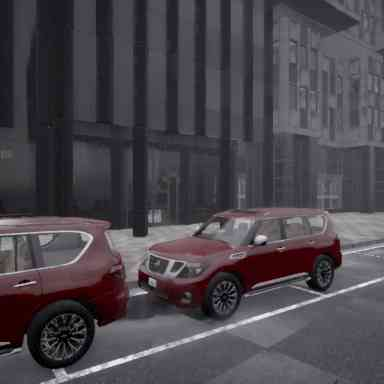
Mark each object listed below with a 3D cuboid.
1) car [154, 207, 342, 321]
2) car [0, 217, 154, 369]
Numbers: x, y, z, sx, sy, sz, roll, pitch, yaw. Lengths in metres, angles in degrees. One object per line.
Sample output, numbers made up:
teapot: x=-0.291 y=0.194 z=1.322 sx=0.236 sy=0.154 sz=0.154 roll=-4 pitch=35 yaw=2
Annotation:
car: x=1.335 y=1.314 z=7.473 sx=5.009 sy=1.841 sz=2.192 roll=0 pitch=0 yaw=-35
car: x=-3.263 y=1.315 z=4.206 sx=5.009 sy=1.841 sz=2.192 roll=0 pitch=0 yaw=-35
